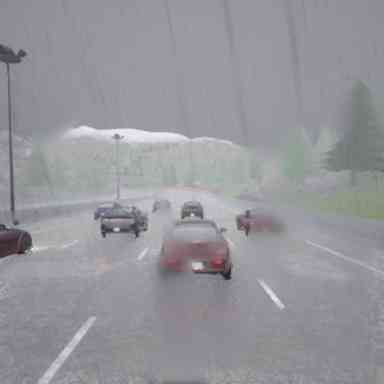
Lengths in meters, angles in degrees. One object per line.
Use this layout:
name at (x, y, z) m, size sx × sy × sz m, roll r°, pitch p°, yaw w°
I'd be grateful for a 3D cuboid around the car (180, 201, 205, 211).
car at (0.027, 1.543, 28.527) m, size 1.837 × 1.490 × 4.892 m, roll 0°, pitch 0°, yaw 0°

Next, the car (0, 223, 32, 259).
car at (-6.924, 1.567, 10.663) m, size 1.994 × 1.385 × 4.181 m, roll 0°, pitch 0°, yaw 0°

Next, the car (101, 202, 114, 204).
car at (-6.972, 1.577, 28.410) m, size 1.812 × 1.442 × 4.674 m, roll 0°, pitch 0°, yaw 0°

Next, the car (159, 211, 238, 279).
car at (0.078, 1.515, 9.868) m, size 1.812 × 1.442 × 4.674 m, roll 0°, pitch 0°, yaw 0°

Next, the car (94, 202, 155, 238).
car at (-3.443, 1.504, 17.608) m, size 2.128 × 1.511 × 4.902 m, roll 0°, pitch 0°, yaw 0°

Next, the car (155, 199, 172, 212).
car at (-3.503, 1.570, 39.337) m, size 2.128 × 1.511 × 4.902 m, roll 0°, pitch 0°, yaw 0°

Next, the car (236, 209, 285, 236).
car at (3.555, 1.601, 18.250) m, size 1.895 × 1.301 × 4.718 m, roll 0°, pitch 0°, yaw 0°
